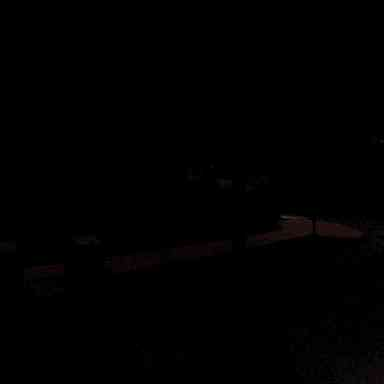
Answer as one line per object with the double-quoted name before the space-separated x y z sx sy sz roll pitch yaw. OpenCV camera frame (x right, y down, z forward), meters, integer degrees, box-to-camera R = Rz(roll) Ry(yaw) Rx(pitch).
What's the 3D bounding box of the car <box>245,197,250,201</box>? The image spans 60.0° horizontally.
"car" 4.356 1.196 29.992 4.553 1.767 2.097 0 0 42
